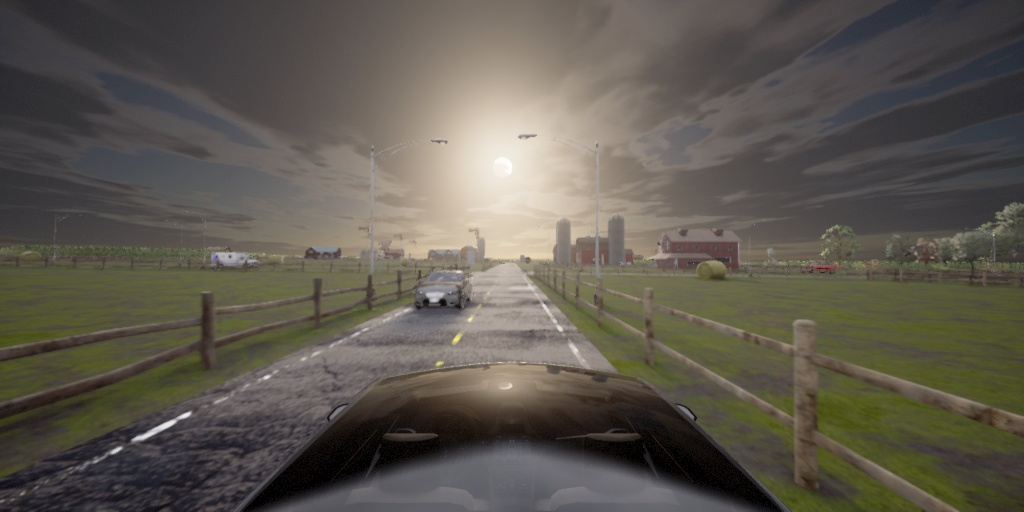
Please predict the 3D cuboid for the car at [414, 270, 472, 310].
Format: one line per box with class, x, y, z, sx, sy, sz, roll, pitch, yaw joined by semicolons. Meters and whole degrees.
car;-2.853;1.381;15.649;2.128;1.511;4.902;0;-1;0
